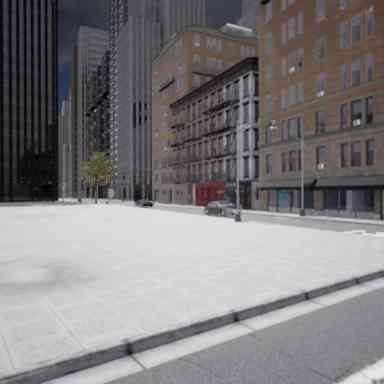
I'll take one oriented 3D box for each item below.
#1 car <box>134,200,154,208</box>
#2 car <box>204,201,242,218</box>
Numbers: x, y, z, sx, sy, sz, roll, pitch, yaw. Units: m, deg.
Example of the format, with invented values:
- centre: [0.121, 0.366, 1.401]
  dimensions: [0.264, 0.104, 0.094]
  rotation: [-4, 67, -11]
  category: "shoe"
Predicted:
- centre: [-7.690, 1.857, 53.234]
  dimensions: [1.895, 1.301, 4.718]
  rotation: [0, 0, -26]
  category: "car"
- centre: [2.849, 1.608, 31.678]
  dimensions: [2.128, 1.511, 4.902]
  rotation: [0, 0, -26]
  category: "car"
